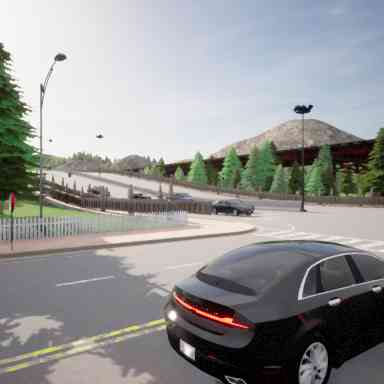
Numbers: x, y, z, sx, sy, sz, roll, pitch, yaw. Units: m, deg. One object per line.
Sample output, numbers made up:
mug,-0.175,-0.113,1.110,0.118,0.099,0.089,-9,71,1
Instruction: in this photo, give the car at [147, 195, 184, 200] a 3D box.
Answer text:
car,-3.374,1.455,41.425,1.994,1.385,4.181,0,2,-37

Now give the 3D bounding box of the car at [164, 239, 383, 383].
car,1.921,1.505,5.116,4.892,1.490,1.837,0,0,-35

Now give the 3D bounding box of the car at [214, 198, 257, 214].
car,4.709,1.497,36.576,1.837,1.490,4.892,0,0,-37

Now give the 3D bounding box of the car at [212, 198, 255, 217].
car,3.767,1.503,32.029,1.837,1.490,4.892,0,0,-37

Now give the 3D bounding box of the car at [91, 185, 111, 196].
car,-15.814,-0.268,58.012,2.097,1.767,4.553,0,7,-36

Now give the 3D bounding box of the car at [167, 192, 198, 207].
car,-1.468,1.065,44.712,2.150,2.045,5.566,0,2,-36

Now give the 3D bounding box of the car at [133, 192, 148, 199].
car,-8.255,0.781,53.710,1.895,1.301,4.718,0,5,-37
